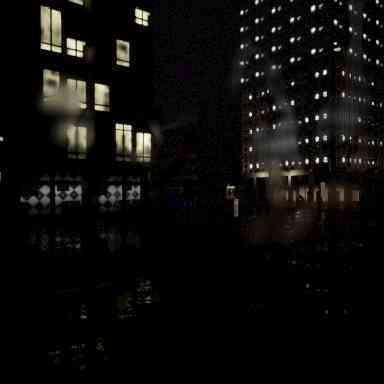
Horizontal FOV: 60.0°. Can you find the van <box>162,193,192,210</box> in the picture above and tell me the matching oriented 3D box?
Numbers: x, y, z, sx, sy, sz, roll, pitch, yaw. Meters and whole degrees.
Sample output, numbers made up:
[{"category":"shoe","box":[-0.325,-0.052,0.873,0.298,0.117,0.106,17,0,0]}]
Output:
[{"category":"van","box":[-1.542,1.210,40.180,1.690,1.788,3.998,0,0,-34]}]

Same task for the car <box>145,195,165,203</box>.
[{"category":"car","box":[-7.045,1.239,63.222,1.887,1.381,4.507,0,0,-34]}]

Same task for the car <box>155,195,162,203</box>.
[{"category":"car","box":[-3.935,1.036,58.637,2.192,1.841,5.009,0,0,-34]}]

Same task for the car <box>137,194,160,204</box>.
[{"category":"car","box":[-7.869,1.204,59.809,1.882,1.535,5.008,-1,1,-34]}]

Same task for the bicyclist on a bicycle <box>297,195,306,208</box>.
[{"category":"bicyclist on a bicycle","box":[12.848,1.118,39.129,1.656,1.620,0.582,-1,1,-34]}]
